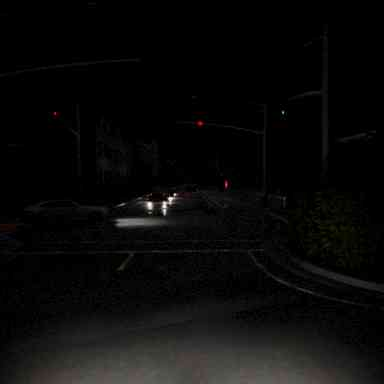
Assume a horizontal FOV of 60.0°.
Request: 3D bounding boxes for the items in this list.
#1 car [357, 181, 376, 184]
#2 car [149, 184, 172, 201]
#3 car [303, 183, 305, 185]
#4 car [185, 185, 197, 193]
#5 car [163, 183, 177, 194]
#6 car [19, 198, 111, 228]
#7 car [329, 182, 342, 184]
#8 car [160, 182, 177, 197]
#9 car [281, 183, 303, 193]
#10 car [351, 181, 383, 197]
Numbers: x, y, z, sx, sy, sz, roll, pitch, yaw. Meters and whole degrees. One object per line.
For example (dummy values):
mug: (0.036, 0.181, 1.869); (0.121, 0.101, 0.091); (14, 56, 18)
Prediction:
car: (19.014, -0.177, 34.213); (1.905, 1.878, 3.866); (-1, 2, 0)
car: (-3.717, 0.162, 37.765); (1.882, 1.535, 5.008); (-1, 2, 0)
car: (18.891, -0.874, 59.132); (1.970, 1.475, 3.806); (-1, 2, 0)
car: (-0.171, -0.546, 58.693); (1.812, 1.442, 4.674); (-1, 2, 0)
car: (-3.727, -0.643, 57.572); (2.097, 1.767, 4.553); (-1, 2, 0)
car: (-6.808, 1.046, 18.112); (4.674, 1.442, 1.812); (-2, 3, -11)
car: (25.306, -1.035, 59.484); (2.152, 1.636, 5.027); (-1, 2, 0)
car: (-3.740, -0.434, 47.682); (2.150, 2.045, 5.566); (-1, 2, 0)
car: (15.267, -0.526, 52.071); (2.007, 1.523, 4.514); (-1, 2, 0)
car: (22.259, -0.462, 42.093); (1.932, 1.855, 4.605); (-1, 2, 0)
